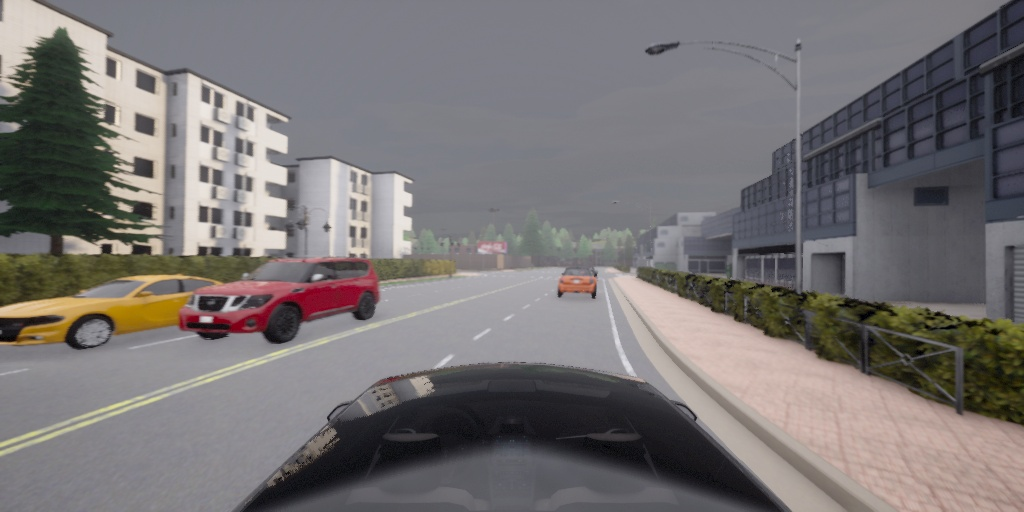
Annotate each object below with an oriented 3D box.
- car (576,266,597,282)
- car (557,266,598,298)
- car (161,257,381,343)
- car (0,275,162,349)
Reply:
[{"bbox_3d":[7.748,1.817,36.901,1.837,1.490,4.892,0,-1,15],"label":"car"},{"bbox_3d":[3.939,1.412,21.257,2.097,1.767,4.553,0,-1,13],"label":"car"},{"bbox_3d":[-5.992,1.038,10.329,2.150,2.045,5.566,0,-1,10],"label":"car"},{"bbox_3d":[-9.649,1.249,9.462,1.882,1.535,5.008,0,-1,9],"label":"car"}]
